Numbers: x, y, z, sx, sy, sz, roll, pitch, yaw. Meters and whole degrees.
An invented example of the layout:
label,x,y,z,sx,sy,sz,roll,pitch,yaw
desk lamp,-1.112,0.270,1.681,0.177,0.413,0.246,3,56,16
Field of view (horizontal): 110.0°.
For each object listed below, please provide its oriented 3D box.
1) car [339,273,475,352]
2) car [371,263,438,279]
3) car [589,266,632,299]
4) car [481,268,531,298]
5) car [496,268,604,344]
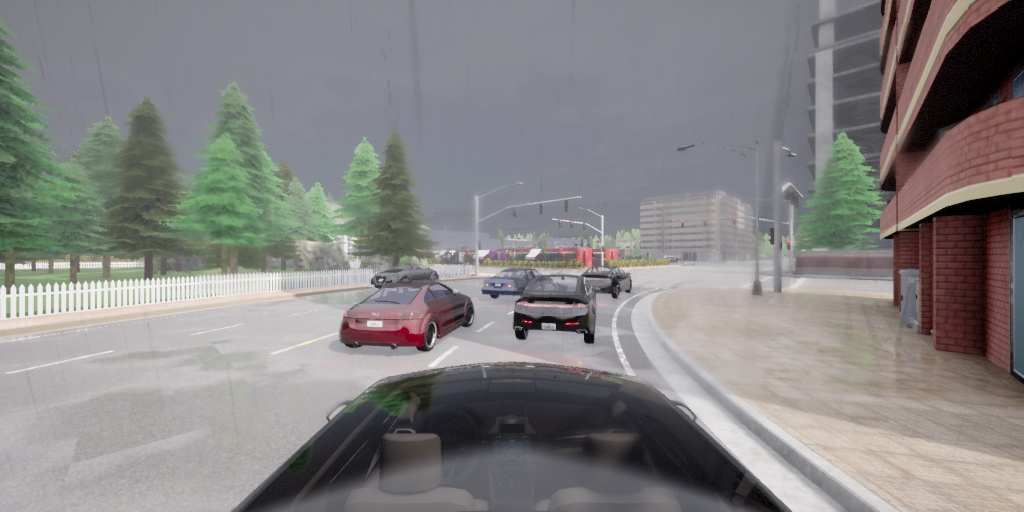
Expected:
label,x,y,z,sx,sy,sz,roll,pitch,yaw
car,-2.367,1.314,9.086,1.994,1.385,4.181,0,0,10
car,-6.111,1.108,20.883,1.994,1.385,4.181,0,0,26
car,4.834,1.236,18.319,2.128,1.511,4.902,1,1,29
car,0.461,1.297,17.805,2.033,1.411,5.357,0,0,25
car,1.343,1.242,9.758,2.128,1.511,4.902,0,0,14
